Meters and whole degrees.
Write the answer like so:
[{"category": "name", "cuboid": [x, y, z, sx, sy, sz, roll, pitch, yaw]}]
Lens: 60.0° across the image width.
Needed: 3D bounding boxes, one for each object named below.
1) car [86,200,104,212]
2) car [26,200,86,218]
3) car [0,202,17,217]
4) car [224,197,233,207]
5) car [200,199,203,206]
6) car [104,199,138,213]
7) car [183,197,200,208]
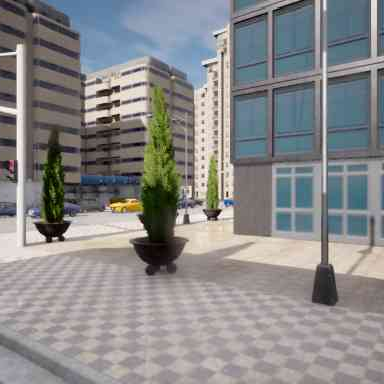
[{"category": "car", "cuboid": [-11.748, 1.619, 37.230, 1.994, 1.385, 4.181, 0, 0, 35]}, {"category": "car", "cuboid": [-12.428, 1.581, 30.182, 1.812, 1.442, 4.674, 0, 0, 35]}, {"category": "car", "cuboid": [-17.084, 1.603, 29.700, 2.033, 1.411, 5.357, 0, 0, 35]}, {"category": "car", "cuboid": [6.740, 1.533, 50.885, 1.882, 1.535, 5.008, 0, 0, 35]}, {"category": "car", "cuboid": [0.031, 1.581, 53.783, 1.812, 1.442, 4.674, 0, 0, 36]}, {"category": "car", "cuboid": [-7.105, 1.533, 37.731, 1.882, 1.535, 5.008, 0, 0, 35]}, {"category": "car", "cuboid": [-1.327, 1.581, 45.860, 1.812, 1.442, 4.674, 0, 0, 35]}]
